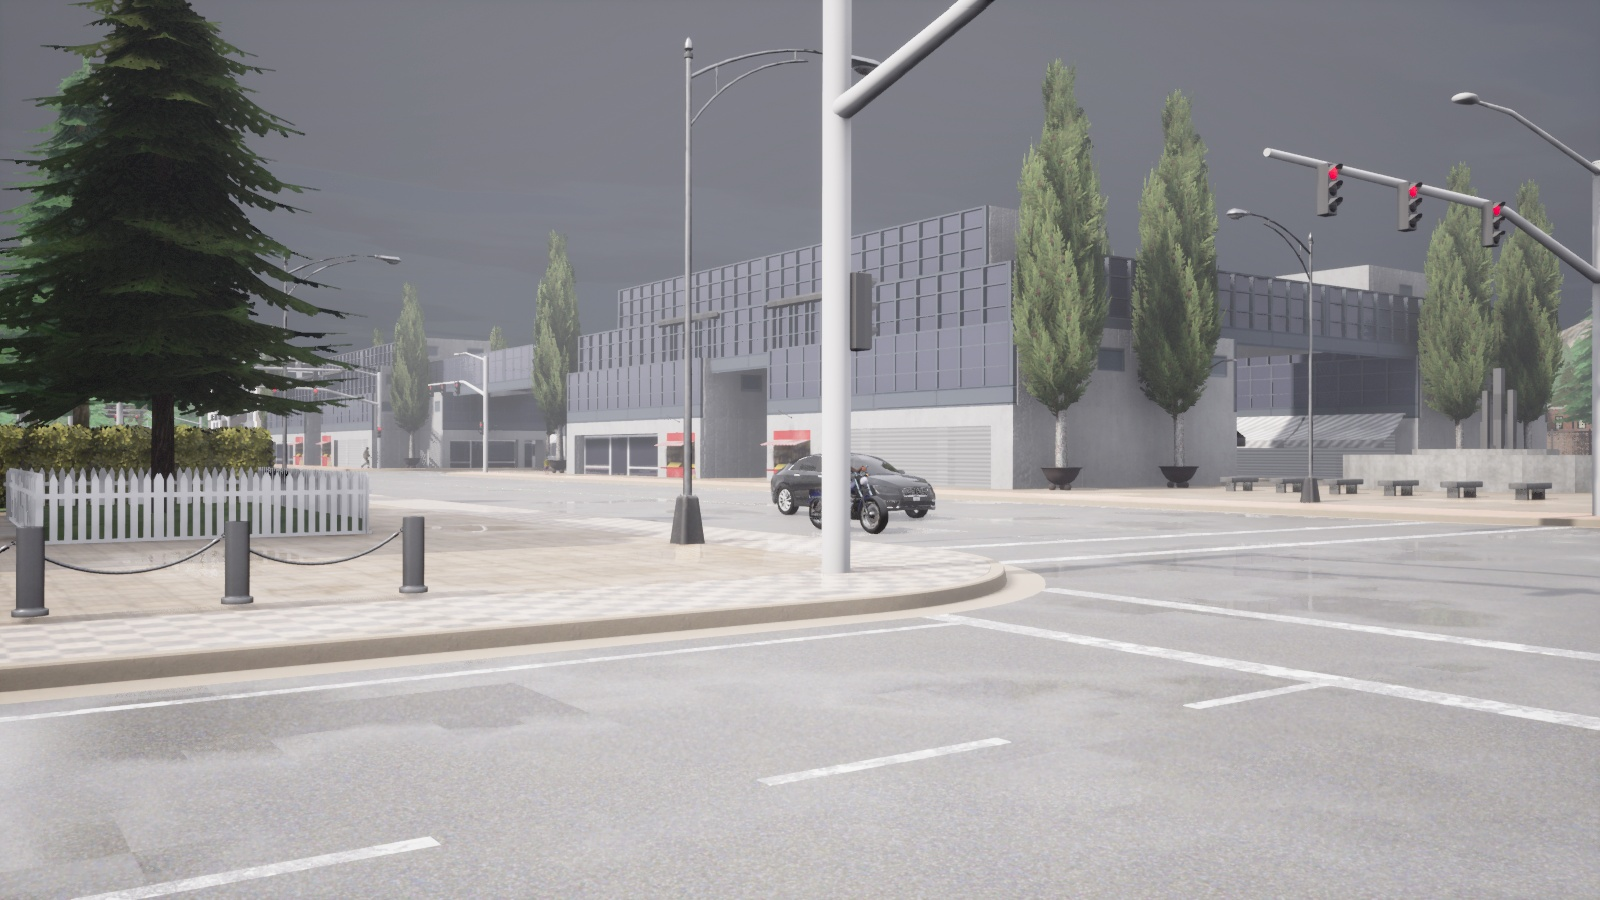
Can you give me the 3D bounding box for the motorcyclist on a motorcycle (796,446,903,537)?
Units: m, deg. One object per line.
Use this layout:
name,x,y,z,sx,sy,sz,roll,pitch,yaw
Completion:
motorcyclist on a motorcycle,0.901,0.752,23.853,0.766,1.649,2.350,0,0,-35

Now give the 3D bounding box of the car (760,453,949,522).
car,1.174,0.820,29.581,1.837,1.490,4.892,0,0,-35
